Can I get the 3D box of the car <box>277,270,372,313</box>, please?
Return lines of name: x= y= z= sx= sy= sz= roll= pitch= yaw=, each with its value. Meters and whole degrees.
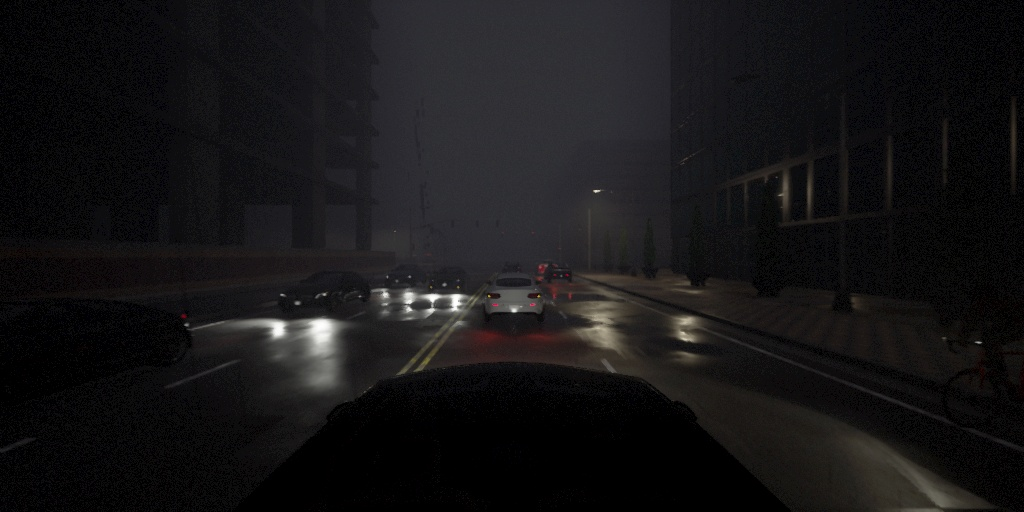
car: x=-7.116 y=1.283 z=14.217 sx=1.812 sy=1.442 sz=4.674 roll=0 pitch=0 yaw=0

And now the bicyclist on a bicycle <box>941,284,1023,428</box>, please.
bicyclist on a bicycle: x=5.697 y=1.115 z=4.131 sx=1.656 sy=1.620 sz=0.582 roll=-9 pitch=0 yaw=0

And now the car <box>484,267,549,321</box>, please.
car: x=0.056 y=1.276 z=12.369 sx=1.812 sy=1.442 sz=4.674 roll=0 pitch=0 yaw=0

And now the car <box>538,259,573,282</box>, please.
car: x=3.548 y=1.240 z=28.282 sx=2.128 sy=1.511 sz=4.902 roll=0 pitch=0 yaw=0

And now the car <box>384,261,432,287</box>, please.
car: x=-7.115 y=1.283 z=24.526 sx=1.812 sy=1.442 sz=4.674 roll=0 pitch=0 yaw=0

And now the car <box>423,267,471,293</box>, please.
car: x=-3.539 y=1.321 z=20.831 sx=1.994 sy=1.385 sz=4.181 roll=0 pitch=0 yaw=0

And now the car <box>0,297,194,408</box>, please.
car: x=-7.113 y=1.320 z=5.149 sx=1.994 sy=1.385 sz=4.181 roll=0 pitch=0 yaw=-1

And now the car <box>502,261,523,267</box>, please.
car: x=0.037 y=1.242 z=33.514 sx=2.128 sy=1.511 sz=4.902 roll=0 pitch=0 yaw=0

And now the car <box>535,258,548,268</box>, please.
car: x=3.527 y=1.101 z=37.089 sx=2.097 sy=1.767 sz=4.553 roll=0 pitch=0 yaw=0
